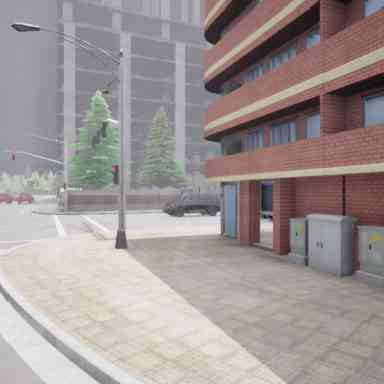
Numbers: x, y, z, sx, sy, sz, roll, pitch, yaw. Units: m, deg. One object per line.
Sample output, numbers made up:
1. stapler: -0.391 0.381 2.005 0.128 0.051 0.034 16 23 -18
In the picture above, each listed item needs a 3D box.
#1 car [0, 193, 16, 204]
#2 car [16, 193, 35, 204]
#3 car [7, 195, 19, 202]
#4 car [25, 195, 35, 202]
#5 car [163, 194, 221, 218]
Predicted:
1. car: -36.315 1.225 64.714 2.150 2.045 5.566 0 0 -23
2. car: -33.106 1.225 66.113 2.150 2.045 5.566 0 0 -23
3. car: -42.064 1.540 78.341 2.033 1.411 5.357 0 0 -23
4. car: -38.677 1.524 79.316 1.812 1.442 4.674 0 0 -23
5. car: 0.113 1.270 31.351 5.566 2.045 2.150 -1 0 -22
